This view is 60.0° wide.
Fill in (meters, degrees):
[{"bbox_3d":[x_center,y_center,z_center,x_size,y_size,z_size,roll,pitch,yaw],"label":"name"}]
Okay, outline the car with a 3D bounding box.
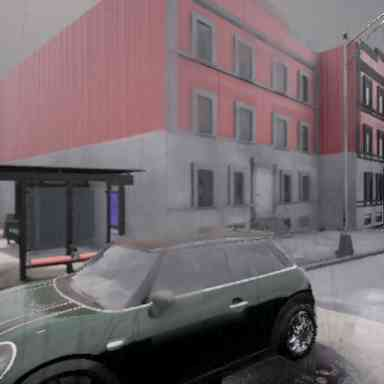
[{"bbox_3d":[-0.482,1.340,4.259,4.553,1.767,2.097,0,0,-35],"label":"car"}]
